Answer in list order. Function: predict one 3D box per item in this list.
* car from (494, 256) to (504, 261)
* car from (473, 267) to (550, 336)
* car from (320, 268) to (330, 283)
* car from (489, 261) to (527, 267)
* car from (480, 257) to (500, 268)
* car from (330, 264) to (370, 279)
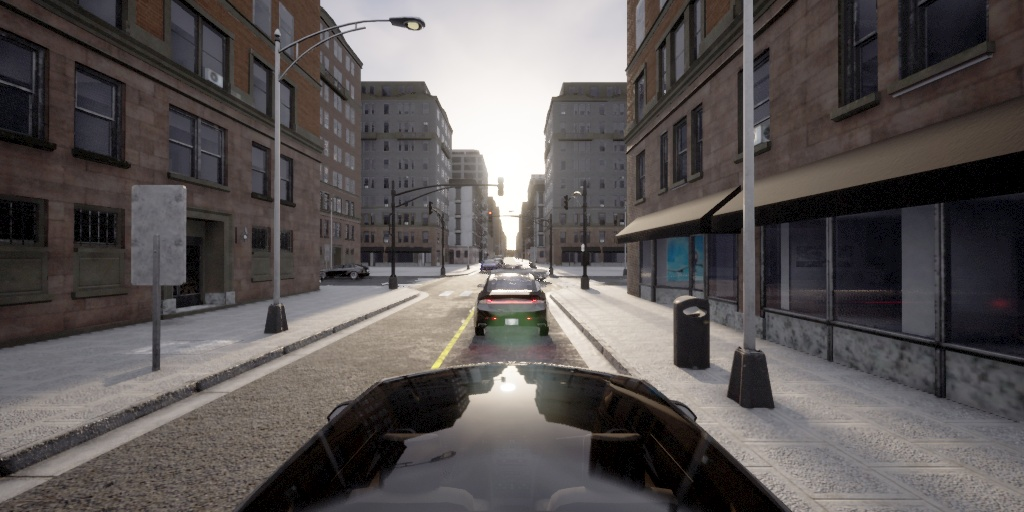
[{"bbox_3d":[-2.840,1.207,60.608,1.837,1.490,4.892,0,0,0],"label":"car"},{"bbox_3d":[-0.002,1.242,10.349,2.128,1.511,4.902,0,0,0],"label":"car"},{"bbox_3d":[-14.775,1.289,23.491,4.313,1.339,1.948,0,0,0],"label":"car"},{"bbox_3d":[0.616,1.342,28.628,1.895,1.301,4.718,0,0,-45],"label":"car"},{"bbox_3d":[-2.860,1.201,44.182,1.882,1.535,5.008,0,0,0],"label":"car"},{"bbox_3d":[-14.772,1.330,31.517,4.313,1.339,1.948,0,0,0],"label":"car"}]
